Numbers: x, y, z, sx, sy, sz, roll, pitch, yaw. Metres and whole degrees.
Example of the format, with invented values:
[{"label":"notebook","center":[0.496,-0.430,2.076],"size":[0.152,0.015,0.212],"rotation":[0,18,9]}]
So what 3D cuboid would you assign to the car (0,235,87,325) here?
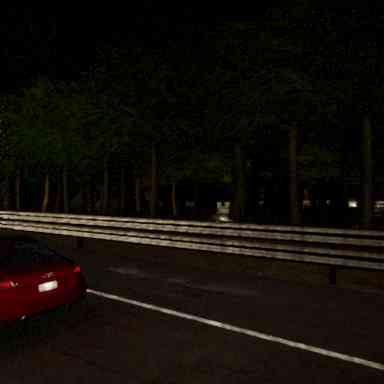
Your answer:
[{"label":"car","center":[-4.124,1.616,6.924],"size":[4.181,1.385,1.994],"rotation":[-1,0,35]}]
